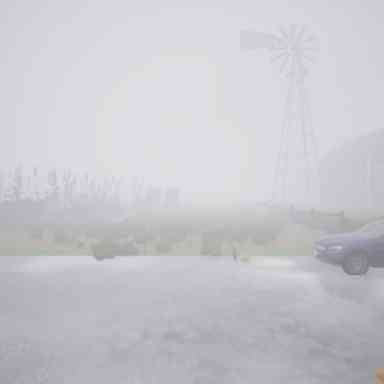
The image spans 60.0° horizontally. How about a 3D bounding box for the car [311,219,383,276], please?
[{"bbox_3d":[5.947,1.526,9.755,4.674,1.442,1.812,0,0,0],"label":"car"}]
